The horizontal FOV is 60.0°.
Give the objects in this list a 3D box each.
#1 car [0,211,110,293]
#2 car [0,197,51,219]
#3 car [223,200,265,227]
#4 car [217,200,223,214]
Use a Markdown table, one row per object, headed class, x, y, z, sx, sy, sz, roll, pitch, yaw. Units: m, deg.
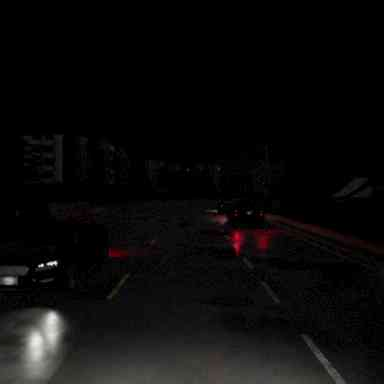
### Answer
| class | x | y | z | sx | sy | sz | roll | pitch | yaw |
| --- | --- | --- | --- | --- | --- | --- | --- | --- | --- |
| car | -3.585 | 1.486 | 8.985 | 2.128 | 1.511 | 4.902 | 0 | 0 | 0 |
| car | -7.081 | 1.214 | 12.275 | 2.150 | 2.045 | 5.566 | 0 | 0 | 0 |
| car | 3.550 | 1.337 | 22.674 | 2.097 | 1.767 | 4.553 | 0 | 0 | 1 |
| car | 3.650 | 1.504 | 34.318 | 1.812 | 1.442 | 4.674 | 0 | 0 | 3 |
